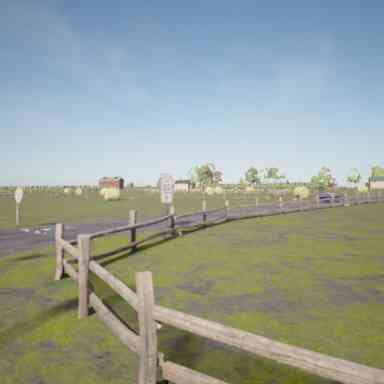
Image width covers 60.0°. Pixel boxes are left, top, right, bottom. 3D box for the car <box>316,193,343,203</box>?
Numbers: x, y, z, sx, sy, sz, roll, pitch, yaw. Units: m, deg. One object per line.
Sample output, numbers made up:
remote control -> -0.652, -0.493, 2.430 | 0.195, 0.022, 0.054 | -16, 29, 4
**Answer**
car -> 19.316, 0.791, 46.727 | 4.718, 1.301, 1.895 | -1, 1, -44
